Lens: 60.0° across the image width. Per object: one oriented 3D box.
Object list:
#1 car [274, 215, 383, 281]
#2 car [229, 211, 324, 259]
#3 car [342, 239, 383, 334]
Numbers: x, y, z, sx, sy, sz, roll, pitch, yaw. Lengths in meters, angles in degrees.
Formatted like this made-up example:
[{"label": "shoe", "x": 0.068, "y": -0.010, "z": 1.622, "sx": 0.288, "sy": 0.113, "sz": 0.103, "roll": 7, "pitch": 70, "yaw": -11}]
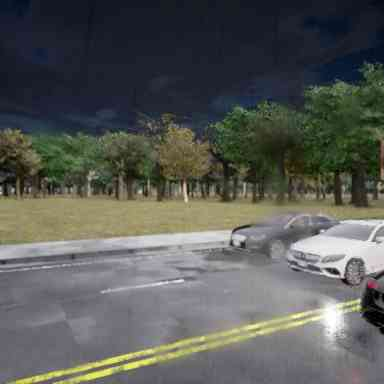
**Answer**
[{"label": "car", "x": 4.796, "y": 1.516, "z": 9.370, "sx": 4.674, "sy": 1.442, "sz": 1.812, "roll": 0, "pitch": 0, "yaw": -28}, {"label": "car", "x": 3.683, "y": 1.480, "z": 12.477, "sx": 4.902, "sy": 1.511, "sz": 2.128, "roll": 0, "pitch": 0, "yaw": -28}, {"label": "car", "x": 4.771, "y": 1.557, "z": 5.455, "sx": 4.181, "sy": 1.385, "sz": 1.994, "roll": 0, "pitch": 0, "yaw": -28}]
